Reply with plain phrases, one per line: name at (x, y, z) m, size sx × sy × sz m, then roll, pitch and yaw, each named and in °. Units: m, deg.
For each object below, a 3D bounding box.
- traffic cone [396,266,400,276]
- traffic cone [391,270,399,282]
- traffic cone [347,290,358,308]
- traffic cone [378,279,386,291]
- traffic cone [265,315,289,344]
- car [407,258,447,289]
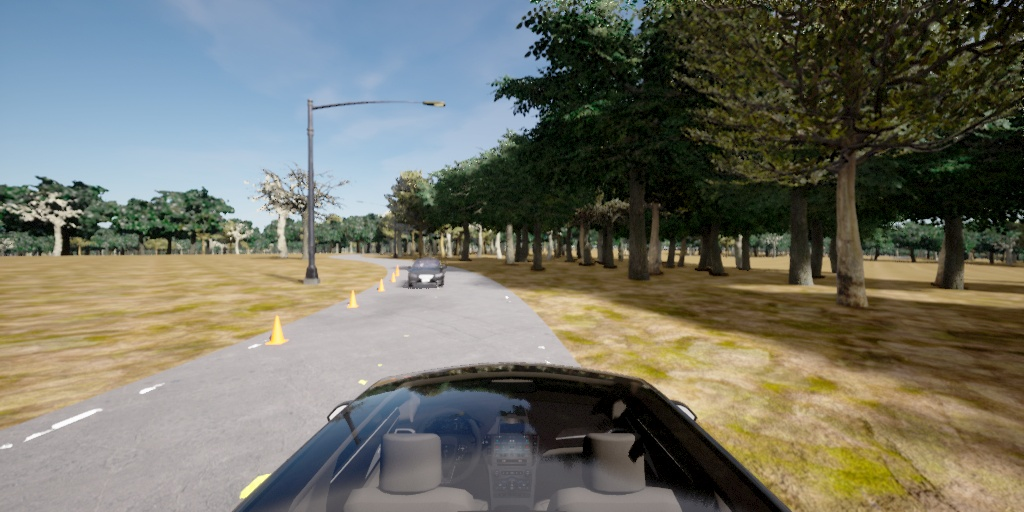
traffic cone at (-8.589, 1.205, 26.936) m, size 0.340 × 0.580 × 0.340 m, roll 0°, pitch 0°, yaw -16°
traffic cone at (-7.353, 1.310, 22.238) m, size 0.340 × 0.580 × 0.340 m, roll 0°, pitch 0°, yaw -13°
traffic cone at (-5.623, 1.506, 12.681) m, size 0.340 × 0.580 × 0.340 m, roll 0°, pitch 0°, yaw -7°
traffic cone at (-6.363, 1.410, 17.482) m, size 0.340 × 0.580 × 0.340 m, roll 0°, pitch 0°, yaw -10°
traffic cone at (-5.134, 1.598, 7.848) m, size 0.340 × 0.580 × 0.340 m, roll 0°, pitch 0°, yaw -4°
car at (-4.749, 0.895, 20.143) m, size 2.128 × 1.511 × 4.902 m, roll 0°, pitch 1°, yaw -12°
